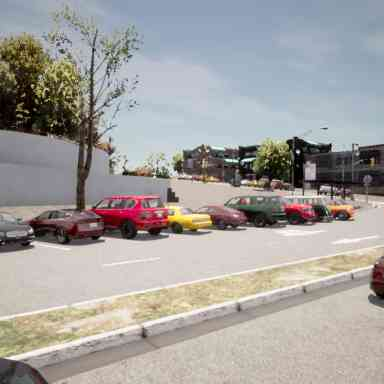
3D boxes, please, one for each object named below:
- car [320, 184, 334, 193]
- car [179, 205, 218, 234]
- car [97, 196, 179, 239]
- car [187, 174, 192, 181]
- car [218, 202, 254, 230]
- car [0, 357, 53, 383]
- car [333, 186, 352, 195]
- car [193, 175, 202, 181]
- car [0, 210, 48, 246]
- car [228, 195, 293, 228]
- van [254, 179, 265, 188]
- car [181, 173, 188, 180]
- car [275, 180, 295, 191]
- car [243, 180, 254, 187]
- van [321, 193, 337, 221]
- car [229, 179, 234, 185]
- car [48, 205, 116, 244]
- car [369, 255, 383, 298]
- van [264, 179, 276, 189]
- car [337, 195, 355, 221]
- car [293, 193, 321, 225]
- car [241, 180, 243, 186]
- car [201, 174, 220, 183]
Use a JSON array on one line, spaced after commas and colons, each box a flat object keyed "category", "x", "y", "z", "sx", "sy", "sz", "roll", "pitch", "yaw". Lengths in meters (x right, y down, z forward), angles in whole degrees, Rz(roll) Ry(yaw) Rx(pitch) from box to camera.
[{"category": "car", "x": 24.274, "y": -0.426, "z": 58.836, "sx": 2.435, "sy": 2.045, "sz": 5.566, "roll": 7, "pitch": 3, "yaw": 35}, {"category": "car", "x": -1.441, "y": 1.503, "z": 19.374, "sx": 5.366, "sy": 1.575, "sz": 1.946, "roll": -1, "pitch": -1, "yaw": 35}, {"category": "car", "x": -3.762, "y": 1.248, "z": 17.548, "sx": 5.566, "sy": 2.045, "sz": 2.435, "roll": -1, "pitch": -1, "yaw": 35}, {"category": "car", "x": 1.694, "y": -3.850, "z": 90.817, "sx": 2.185, "sy": 1.767, "sz": 4.553, "roll": 6, "pitch": 3, "yaw": 34}, {"category": "car", "x": 1.166, "y": 1.549, "z": 21.000, "sx": 4.674, "sy": 1.452, "sz": 2.002, "roll": -1, "pitch": -1, "yaw": 35}, {"category": "car", "x": -2.903, "y": 1.504, "z": 1.063, "sx": 4.892, "sy": 1.490, "sz": 1.837, "roll": 0, "pitch": 0, "yaw": -35}, {"category": "car", "x": 25.964, "y": 0.137, "z": 56.363, "sx": 2.002, "sy": 1.452, "sz": 4.674, "roll": 7, "pitch": 3, "yaw": 35}, {"category": "car", "x": 3.487, "y": -3.698, "z": 88.350, "sx": 2.435, "sy": 2.045, "sz": 5.566, "roll": 7, "pitch": 3, "yaw": 34}, {"category": "car", "x": -8.629, "y": 1.493, "z": 14.059, "sx": 4.892, "sy": 1.521, "sz": 2.231, "roll": -1, "pitch": -1, "yaw": 35}, {"category": "car", "x": 3.594, "y": 1.263, "z": 22.757, "sx": 5.566, "sy": 2.045, "sz": 2.435, "roll": -1, "pitch": -1, "yaw": 35}, {"category": "van", "x": 15.582, "y": -1.763, "z": 71.060, "sx": 1.878, "sy": 1.987, "sz": 4.442, "roll": 7, "pitch": 4, "yaw": 35}, {"category": "car", "x": -0.035, "y": -4.084, "z": 93.288, "sx": 2.185, "sy": 1.767, "sz": 4.553, "roll": 4, "pitch": 1, "yaw": 33}, {"category": "car", "x": 19.068, "y": -0.992, "z": 66.224, "sx": 2.231, "sy": 1.521, "sz": 4.892, "roll": 7, "pitch": 3, "yaw": 35}, {"category": "car", "x": 14.009, "y": -1.811, "z": 73.792, "sx": 1.946, "sy": 1.575, "sz": 5.366, "roll": 7, "pitch": 3, "yaw": 35}, {"category": "van", "x": 8.648, "y": 1.297, "z": 26.129, "sx": 4.442, "sy": 1.987, "sz": 1.878, "roll": -1, "pitch": -1, "yaw": 35}, {"category": "car", "x": 10.438, "y": -2.317, "z": 78.576, "sx": 2.002, "sy": 1.452, "sz": 4.674, "roll": 7, "pitch": 3, "yaw": 35}, {"category": "car", "x": -6.208, "y": 1.524, "z": 15.804, "sx": 4.792, "sy": 1.488, "sz": 2.163, "roll": -1, "pitch": -1, "yaw": 35}, {"category": "car", "x": 5.743, "y": 1.574, "z": 7.227, "sx": 4.181, "sy": 1.385, "sz": 1.994, "roll": 0, "pitch": 0, "yaw": -34}, {"category": "van", "x": 17.309, "y": -1.490, "z": 68.588, "sx": 1.878, "sy": 1.987, "sz": 4.442, "roll": 7, "pitch": 4, "yaw": 35}, {"category": "car", "x": 11.058, "y": 1.403, "z": 27.878, "sx": 4.553, "sy": 1.767, "sz": 2.185, "roll": -1, "pitch": -1, "yaw": 35}, {"category": "car", "x": 6.109, "y": 1.267, "z": 24.460, "sx": 5.566, "sy": 2.045, "sz": 2.435, "roll": -1, "pitch": -1, "yaw": 35}, {"category": "car", "x": 12.179, "y": -2.043, "z": 76.113, "sx": 2.002, "sy": 1.452, "sz": 4.674, "roll": 7, "pitch": 4, "yaw": 35}, {"category": "car", "x": 5.336, "y": -3.175, "z": 86.089, "sx": 1.946, "sy": 1.575, "sz": 5.366, "roll": 7, "pitch": 3, "yaw": 34}]
